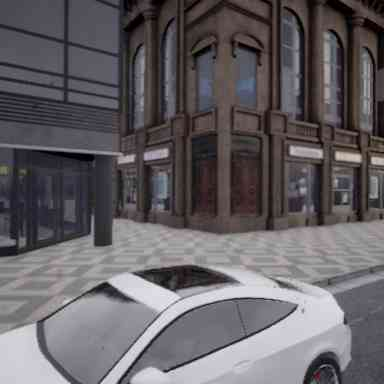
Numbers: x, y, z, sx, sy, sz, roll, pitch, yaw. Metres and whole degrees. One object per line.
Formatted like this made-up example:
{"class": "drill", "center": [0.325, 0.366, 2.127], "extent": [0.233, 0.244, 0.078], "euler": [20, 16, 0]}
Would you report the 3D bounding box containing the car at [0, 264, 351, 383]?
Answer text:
{"class": "car", "center": [-0.326, 1.526, 3.138], "extent": [4.674, 1.442, 1.812], "euler": [0, 0, -35]}
